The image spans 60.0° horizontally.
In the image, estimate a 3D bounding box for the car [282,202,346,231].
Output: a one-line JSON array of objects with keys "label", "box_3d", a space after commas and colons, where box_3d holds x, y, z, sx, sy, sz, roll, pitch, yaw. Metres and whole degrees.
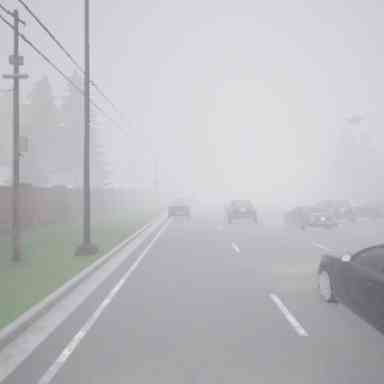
[{"label": "car", "box_3d": [7.110, 1.521, 20.540, 2.033, 1.411, 5.357, 0, 0, 0]}]

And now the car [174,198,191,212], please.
[{"label": "car", "box_3d": [-1.033, 1.476, 38.459, 1.812, 1.442, 4.674, 0, 0, 0]}]

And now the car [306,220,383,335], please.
[{"label": "car", "box_3d": [3.603, 1.471, 5.099, 1.882, 1.535, 5.008, 0, 0, 0]}]

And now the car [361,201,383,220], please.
[{"label": "car", "box_3d": [14.112, 1.458, 25.851, 2.128, 1.511, 4.902, 0, 0, 0]}]

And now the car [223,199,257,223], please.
[{"label": "car", "box_3d": [3.613, 1.319, 25.578, 2.097, 1.767, 4.553, 0, 0, 0]}]

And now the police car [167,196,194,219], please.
[{"label": "police car", "box_3d": [-1.037, 1.388, 28.568, 1.930, 1.638, 5.238, 0, 0, 0]}]

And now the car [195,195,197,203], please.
[{"label": "car", "box_3d": [0.031, 1.446, 64.140, 1.812, 1.442, 4.674, 0, 0, 0]}]

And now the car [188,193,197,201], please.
[{"label": "car", "box_3d": [0.038, 1.069, 78.571, 2.097, 1.767, 4.553, 0, 0, 0]}]

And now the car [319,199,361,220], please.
[{"label": "car", "box_3d": [10.612, 1.319, 25.573, 2.097, 1.767, 4.553, 0, 0, 0]}]

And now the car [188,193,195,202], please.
[{"label": "car", "box_3d": [-1.031, 1.294, 44.429, 2.097, 1.767, 4.553, 0, 0, 0]}]
